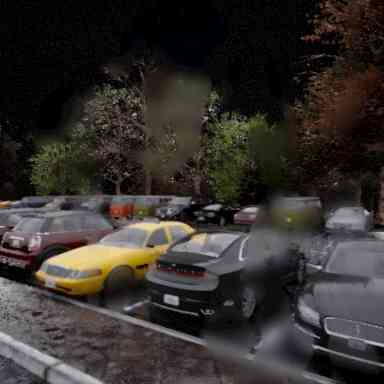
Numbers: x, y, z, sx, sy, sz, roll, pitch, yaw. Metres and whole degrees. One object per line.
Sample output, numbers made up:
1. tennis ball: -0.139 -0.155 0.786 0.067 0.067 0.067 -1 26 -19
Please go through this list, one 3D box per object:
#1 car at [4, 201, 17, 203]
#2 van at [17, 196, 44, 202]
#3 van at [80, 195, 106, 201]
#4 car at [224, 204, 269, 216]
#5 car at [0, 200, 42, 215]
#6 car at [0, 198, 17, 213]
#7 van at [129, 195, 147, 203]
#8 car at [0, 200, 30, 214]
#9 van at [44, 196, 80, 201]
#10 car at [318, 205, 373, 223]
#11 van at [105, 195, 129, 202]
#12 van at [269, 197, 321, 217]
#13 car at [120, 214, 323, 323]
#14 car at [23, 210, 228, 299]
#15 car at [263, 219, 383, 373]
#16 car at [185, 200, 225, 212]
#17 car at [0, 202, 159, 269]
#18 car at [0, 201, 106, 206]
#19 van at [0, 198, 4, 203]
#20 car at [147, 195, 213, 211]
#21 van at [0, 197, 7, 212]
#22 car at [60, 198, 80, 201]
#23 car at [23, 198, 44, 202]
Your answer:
1. car: -18.240 1.731 37.357 2.231 1.521 4.892 -1 -1 36
2. van: -15.920 1.458 35.846 1.878 1.987 4.442 -1 -1 36
3. van: -7.170 1.290 29.291 1.878 1.987 4.442 -1 0 36
4. car: 4.265 1.547 21.240 2.002 1.452 4.674 0 0 36
5. car: -20.491 1.776 38.971 2.097 1.535 5.008 -1 -1 36
6. car: -25.012 1.744 42.177 2.185 1.767 4.553 -1 -1 36
7. van: -2.524 1.286 26.250 1.878 1.987 4.442 0 0 36
8. car: -22.845 1.825 40.657 2.097 1.535 5.008 -1 -1 36
9. van: -11.553 1.365 32.431 1.878 1.987 4.442 -1 -1 36
10. car: 8.670 1.543 18.091 2.002 1.452 4.674 0 0 36
11. van: -4.675 1.288 27.790 1.878 1.987 4.442 0 0 36
12. van: 6.484 1.279 19.797 1.878 1.987 4.442 0 0 36
13. car: 1.061 1.506 7.441 2.231 1.521 4.892 0 0 36
14. car: -1.300 1.504 8.912 1.946 1.575 5.366 0 0 36
15. car: 3.325 1.504 5.834 2.231 1.521 4.892 0 0 36
16. car: 2.010 1.508 22.851 2.097 1.535 5.008 0 0 36
17. car: -3.468 1.383 10.654 2.185 1.767 4.553 0 0 36
18. car: -5.724 1.385 12.271 2.185 1.767 4.553 0 0 36
19. van: -12.545 1.290 17.052 1.878 1.987 4.442 0 0 36
20. car: -0.356 1.259 24.519 2.435 2.045 5.566 0 0 36
21. van: -27.178 1.690 43.911 1.878 1.987 4.442 -1 -1 36
22. car: -9.227 1.544 30.915 2.097 1.535 5.008 -1 -1 36
23. car: -13.839 1.634 33.985 1.946 1.575 5.366 -1 -1 36
